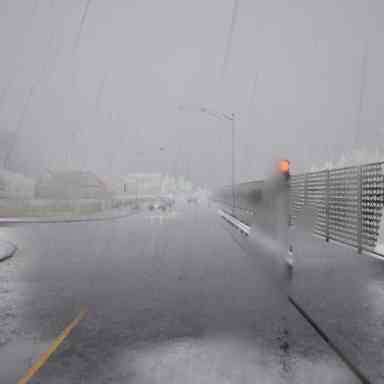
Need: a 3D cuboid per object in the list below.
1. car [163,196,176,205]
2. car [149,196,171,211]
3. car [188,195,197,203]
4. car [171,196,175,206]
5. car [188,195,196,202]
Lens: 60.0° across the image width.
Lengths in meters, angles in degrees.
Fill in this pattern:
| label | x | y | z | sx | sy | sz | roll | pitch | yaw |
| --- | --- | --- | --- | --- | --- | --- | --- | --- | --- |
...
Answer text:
| label | x | y | z | sx | sy | sz | roll | pitch | yaw |
| --- | --- | --- | --- | --- | --- | --- | --- | --- | --- |
| car | -4.090 | 1.478 | 61.023 | 1.882 | 1.535 | 5.008 | 0 | 0 | 0 |
| car | -4.113 | 1.491 | 40.632 | 2.128 | 1.511 | 4.902 | 0 | 0 | 0 |
| car | 0.075 | 1.491 | 67.472 | 2.128 | 1.511 | 4.902 | 0 | 0 | 0 |
| car | -4.113 | 1.564 | 50.570 | 1.994 | 1.385 | 4.181 | 0 | 0 | 0 |
| car | -0.031 | 1.478 | 77.771 | 1.882 | 1.535 | 5.008 | 0 | 0 | 0 |
